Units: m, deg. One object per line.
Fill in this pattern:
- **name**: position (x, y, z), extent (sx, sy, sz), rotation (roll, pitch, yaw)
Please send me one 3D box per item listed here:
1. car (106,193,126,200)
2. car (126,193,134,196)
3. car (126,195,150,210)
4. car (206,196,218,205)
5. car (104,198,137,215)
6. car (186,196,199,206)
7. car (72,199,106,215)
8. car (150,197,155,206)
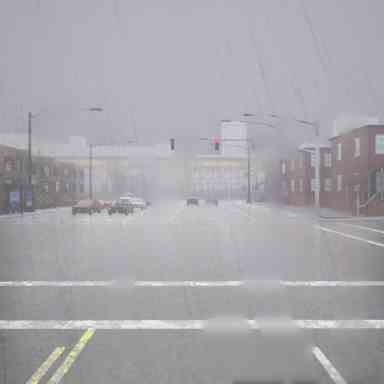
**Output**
- **car**: position (-10.609, 1.352, 44.019), extent (2.097, 1.767, 4.553), rotation (0, 0, 0)
- **car**: position (-10.604, 1.221, 54.576), extent (2.150, 2.045, 5.566), rotation (0, 0, -1)
- **car**: position (-7.104, 1.526, 43.626), extent (1.812, 1.442, 4.674), rotation (0, 0, 0)
- **car**: position (3.477, 1.505, 58.450), extent (1.837, 1.490, 4.892), rotation (0, 0, 0)
- **car**: position (-7.109, 1.601, 33.628), extent (1.895, 1.301, 4.718), rotation (0, 0, 0)
- **car**: position (0.081, 1.477, 56.335), extent (1.882, 1.535, 5.008), rotation (0, 0, 0)
- **car**: position (-10.611, 1.478, 33.853), extent (1.882, 1.535, 5.008), rotation (0, 0, 0)
- **car**: position (-7.098, 1.547, 53.908), extent (2.033, 1.411, 5.357), rotation (0, 0, 1)
